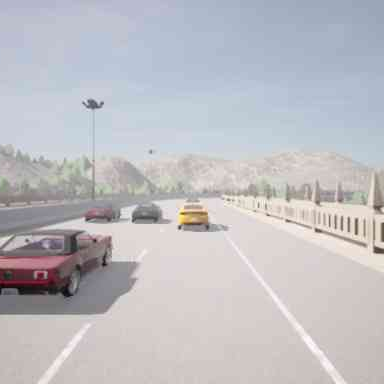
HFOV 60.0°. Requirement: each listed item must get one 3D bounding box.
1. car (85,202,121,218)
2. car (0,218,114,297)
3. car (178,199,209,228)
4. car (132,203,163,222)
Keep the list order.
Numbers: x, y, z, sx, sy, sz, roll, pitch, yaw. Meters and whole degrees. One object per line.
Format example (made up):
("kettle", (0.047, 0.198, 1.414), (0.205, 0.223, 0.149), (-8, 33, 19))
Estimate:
("car", (-6.908, 1.503, 26.166), (1.994, 1.385, 4.181), (0, 0, 0))
("car", (-3.402, 1.581, 8.449), (1.895, 1.301, 4.718), (0, 0, 0))
("car", (0.094, 1.427, 21.591), (1.882, 1.535, 5.008), (0, 0, 0))
("car", (-3.406, 1.504, 25.812), (1.994, 1.385, 4.181), (0, 0, 0))
